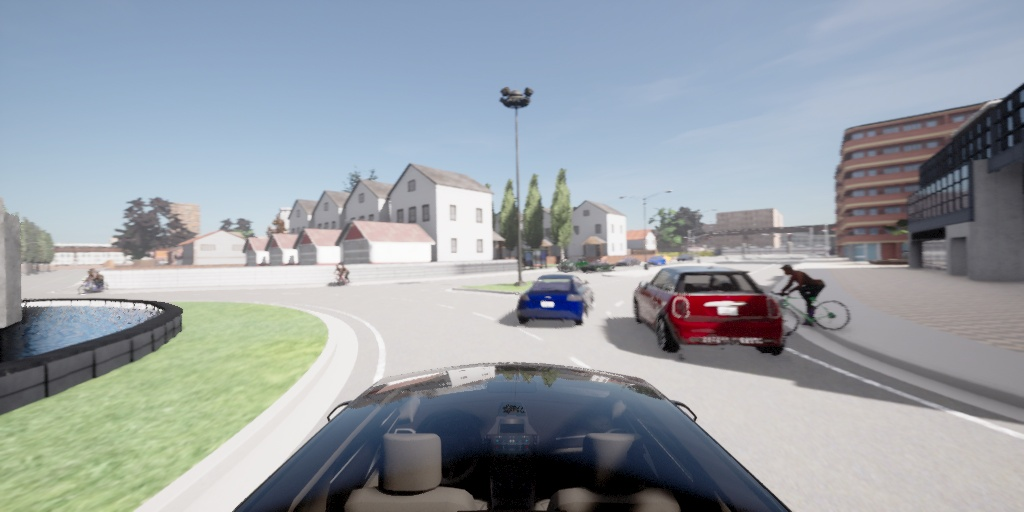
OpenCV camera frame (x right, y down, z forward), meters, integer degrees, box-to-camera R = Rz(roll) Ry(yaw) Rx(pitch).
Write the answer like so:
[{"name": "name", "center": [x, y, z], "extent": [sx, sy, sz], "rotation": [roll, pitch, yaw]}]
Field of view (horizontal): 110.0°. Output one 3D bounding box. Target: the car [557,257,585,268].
[{"name": "car", "center": [7.082, 0.932, 41.048], "extent": [2.097, 1.767, 4.553], "rotation": [-1, 0, 40]}]

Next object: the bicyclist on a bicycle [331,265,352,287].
[{"name": "bicyclist on a bicycle", "center": [-12.572, 1.475, 26.931], "extent": [0.582, 1.620, 1.656], "rotation": [-1, 0, 14]}]

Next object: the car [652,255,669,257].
[{"name": "car", "center": [21.038, 0.746, 52.210], "extent": [1.882, 1.535, 5.008], "rotation": [-1, 0, 40]}]

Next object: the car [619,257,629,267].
[{"name": "car", "center": [17.312, 0.898, 53.213], "extent": [2.033, 1.411, 5.357], "rotation": [-1, 0, 40]}]

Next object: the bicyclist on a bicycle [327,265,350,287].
[{"name": "bicyclist on a bicycle", "center": [-13.057, 1.486, 27.051], "extent": [0.582, 1.620, 1.656], "rotation": [-1, 0, 13]}]

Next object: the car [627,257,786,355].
[{"name": "car", "center": [4.275, 1.005, 8.607], "extent": [2.097, 1.767, 4.553], "rotation": [-1, 0, 10]}]

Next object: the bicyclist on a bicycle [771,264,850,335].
[{"name": "bicyclist on a bicycle", "center": [6.603, 0.969, 8.173], "extent": [1.656, 1.620, 0.582], "rotation": [-11, -3, 17]}]

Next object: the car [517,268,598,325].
[{"name": "car", "center": [1.560, 1.276, 11.745], "extent": [1.994, 1.385, 4.181], "rotation": [-1, 0, 17]}]

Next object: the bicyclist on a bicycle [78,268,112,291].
[{"name": "bicyclist on a bicycle", "center": [-31.167, 1.736, 26.812], "extent": [1.656, 1.620, 0.582], "rotation": [-2, 0, -8]}]

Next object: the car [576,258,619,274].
[{"name": "car", "center": [9.136, 1.137, 38.061], "extent": [1.895, 1.301, 4.718], "rotation": [-1, 0, 40]}]

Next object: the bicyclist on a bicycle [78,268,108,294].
[{"name": "bicyclist on a bicycle", "center": [-29.273, 1.846, 25.071], "extent": [0.582, 1.620, 1.656], "rotation": [-1, 0, 8]}]
